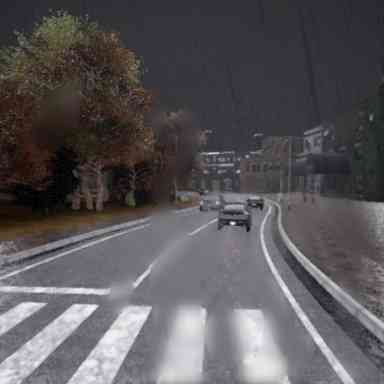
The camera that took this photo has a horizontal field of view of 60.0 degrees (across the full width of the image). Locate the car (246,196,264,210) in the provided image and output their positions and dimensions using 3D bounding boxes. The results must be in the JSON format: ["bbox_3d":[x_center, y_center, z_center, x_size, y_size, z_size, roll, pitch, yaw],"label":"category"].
[{"bbox_3d":[7.255,1.166,38.302,1.882,1.535,5.008,1,1,14],"label":"car"}]

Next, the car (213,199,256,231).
[{"bbox_3d":[2.696,1.412,20.207,1.837,1.490,4.892,1,1,12],"label":"car"}]

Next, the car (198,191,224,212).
[{"bbox_3d":[2.170,1.057,33.528,2.097,1.767,4.553,1,1,15],"label":"car"}]
